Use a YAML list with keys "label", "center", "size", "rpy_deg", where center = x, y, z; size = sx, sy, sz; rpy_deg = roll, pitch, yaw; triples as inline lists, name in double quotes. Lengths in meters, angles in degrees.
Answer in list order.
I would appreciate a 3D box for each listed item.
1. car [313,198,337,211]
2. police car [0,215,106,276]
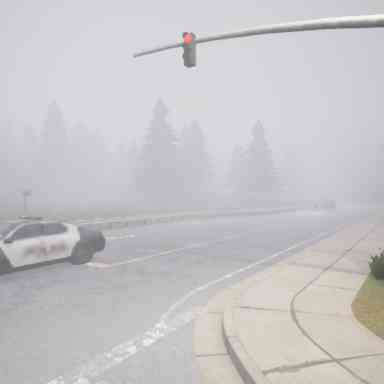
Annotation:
- label: "car"
  center: [16.077, 1.469, 39.982]
  size: [2.128, 1.511, 4.902]
  rpy_deg: [0, 0, 36]
- label: "police car"
  center: [-4.948, 1.500, 9.456]
  size: [2.038, 1.542, 4.974]
  rpy_deg: [0, 0, 34]
